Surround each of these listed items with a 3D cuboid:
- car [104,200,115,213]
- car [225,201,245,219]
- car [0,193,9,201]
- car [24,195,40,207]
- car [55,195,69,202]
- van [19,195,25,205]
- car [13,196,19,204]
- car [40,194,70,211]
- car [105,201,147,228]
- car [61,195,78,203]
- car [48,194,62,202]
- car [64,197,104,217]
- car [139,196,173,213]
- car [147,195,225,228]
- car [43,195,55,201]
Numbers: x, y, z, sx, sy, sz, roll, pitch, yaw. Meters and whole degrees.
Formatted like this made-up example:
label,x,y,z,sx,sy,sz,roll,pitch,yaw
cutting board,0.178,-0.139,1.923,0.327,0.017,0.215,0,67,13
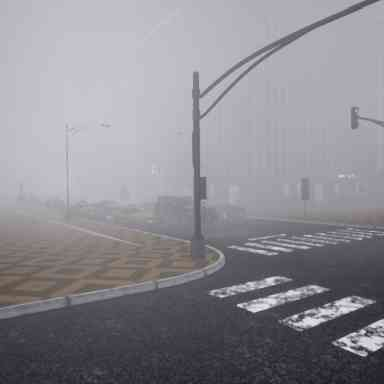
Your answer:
label,x,y,z,sx,sy,sz,roll,pitch,yaw
car,-8.364,1.517,33.518,2.033,1.411,5.357,-1,1,-36
car,2.503,1.455,27.705,2.008,1.369,4.403,-1,1,-36
car,-46.102,1.450,81.746,1.887,1.381,4.507,-1,1,-36
car,-23.435,1.411,50.133,1.967,1.590,4.097,-1,1,-36
car,-26.745,1.408,68.274,1.802,1.307,4.206,-1,1,-36
van,-26.675,1.303,54.648,1.690,1.788,3.998,-1,1,-36
car,-33.149,1.494,63.682,2.008,1.369,4.403,-1,1,-36
car,-16.959,1.429,41.101,1.967,1.590,4.097,-1,1,-36
car,-4.012,1.552,22.824,1.752,1.417,4.829,-1,1,-36
car,-23.507,1.386,63.758,2.008,1.369,4.403,-1,1,-36
car,-29.984,1.256,72.789,1.967,1.590,4.097,-1,1,-36
car,-10.432,1.533,31.899,1.752,1.417,4.829,-1,1,-36
car,-4.033,1.329,36.696,1.967,1.590,4.097,-1,1,-36
car,-0.587,1.233,22.661,2.150,2.045,5.566,-1,1,-36
car,-33.321,1.332,77.443,1.752,1.417,4.829,-1,1,-36
